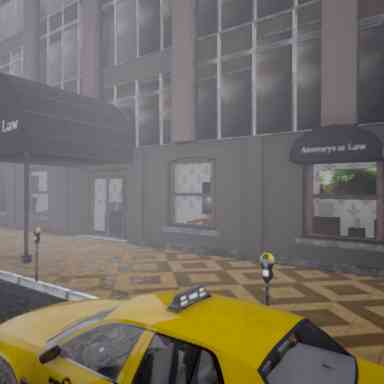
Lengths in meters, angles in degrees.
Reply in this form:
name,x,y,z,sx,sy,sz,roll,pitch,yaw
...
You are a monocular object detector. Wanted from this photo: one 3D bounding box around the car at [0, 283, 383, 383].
name,x,y,z,sx,sy,sz,roll,pitch,yaw
car,-0.228,1.525,3.033,4.829,1.417,1.752,0,0,36
